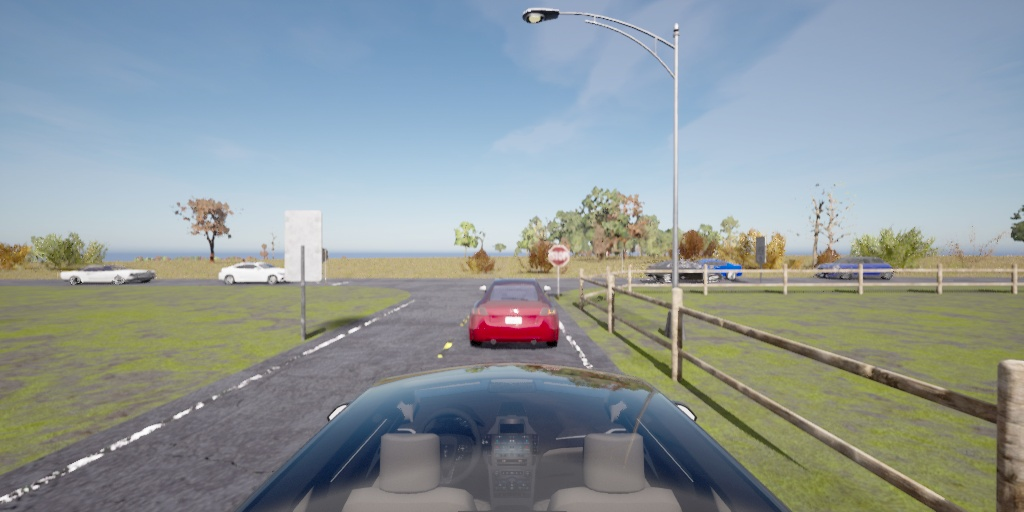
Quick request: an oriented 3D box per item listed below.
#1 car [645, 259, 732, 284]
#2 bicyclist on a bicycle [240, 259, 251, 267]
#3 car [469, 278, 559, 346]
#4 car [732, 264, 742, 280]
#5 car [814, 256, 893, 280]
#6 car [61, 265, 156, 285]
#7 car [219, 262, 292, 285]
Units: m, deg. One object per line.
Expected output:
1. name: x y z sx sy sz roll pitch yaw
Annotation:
1. car: 11.540 1.042 24.140 4.902 1.511 2.128 0 0 -1
2. bicyclist on a bicycle: -22.561 1.048 30.304 0.582 1.620 1.656 0 1 0
3. car: 0.077 1.258 9.256 1.994 1.385 4.181 0 0 1
4. car: 14.565 0.998 27.052 5.008 1.535 1.882 0 0 0
5. car: 25.550 0.850 26.977 4.553 1.767 2.097 0 0 0
6. car: -27.235 1.254 24.361 4.718 1.301 1.895 0 0 0
7. car: -17.167 1.151 24.289 4.674 1.442 1.812 0 0 1
